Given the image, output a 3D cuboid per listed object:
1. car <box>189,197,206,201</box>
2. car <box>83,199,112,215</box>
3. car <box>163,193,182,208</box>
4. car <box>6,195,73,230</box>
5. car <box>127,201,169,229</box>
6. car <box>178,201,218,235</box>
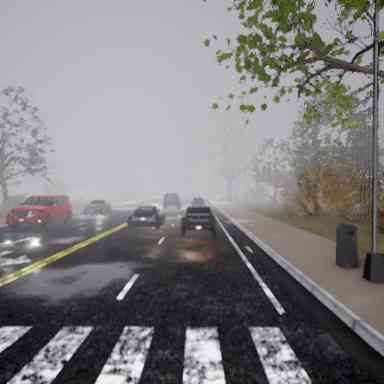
[{"bbox_3d":[0.754,1.413,42.754,1.837,1.490,4.892,0,0,1],"label":"car"},{"bbox_3d":[-9.315,1.472,33.119,1.812,1.442,4.674,0,0,1],"label":"car"},{"bbox_3d":[-2.557,1.131,43.760,2.150,2.045,5.566,0,1,1],"label":"car"},{"bbox_3d":[-9.521,1.202,21.394,2.150,2.045,5.566,0,0,1],"label":"car"},{"bbox_3d":[-2.836,1.541,21.424,1.994,1.385,4.181,0,0,1],"label":"car"},{"bbox_3d":[0.378,1.487,18.760,1.837,1.490,4.892,0,0,1],"label":"car"}]
